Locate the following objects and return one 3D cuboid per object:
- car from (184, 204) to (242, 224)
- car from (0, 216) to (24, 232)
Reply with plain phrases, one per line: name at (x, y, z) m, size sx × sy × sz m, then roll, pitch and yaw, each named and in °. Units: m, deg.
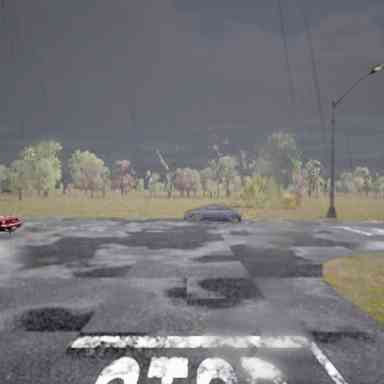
car at (1.509, 1.557, 23.950) m, size 4.181 × 1.385 × 1.994 m, roll 1°, pitch 0°, yaw 0°
car at (-11.327, 1.515, 17.050) m, size 4.718 × 1.301 × 1.895 m, roll 1°, pitch 1°, yaw 0°
